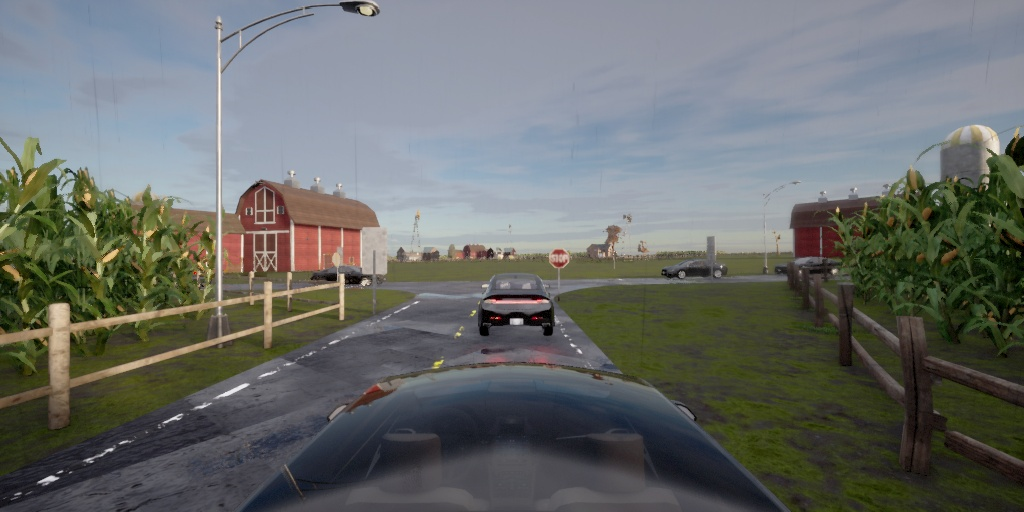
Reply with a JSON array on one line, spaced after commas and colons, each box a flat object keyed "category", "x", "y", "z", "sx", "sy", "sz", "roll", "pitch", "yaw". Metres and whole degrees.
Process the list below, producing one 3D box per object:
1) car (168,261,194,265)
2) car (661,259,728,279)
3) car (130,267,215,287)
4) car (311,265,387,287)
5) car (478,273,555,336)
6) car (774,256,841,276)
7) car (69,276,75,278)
[{"category": "car", "x": -29.192, "y": 1.455, "z": 30.005, "sx": 5.566, "sy": 2.045, "sz": 2.150, "roll": -1, "pitch": -1, "yaw": 9}, {"category": "car", "x": 14.202, "y": 1.009, "z": 28.033, "sx": 4.892, "sy": 1.490, "sz": 1.837, "roll": -1, "pitch": 0, "yaw": -4}, {"category": "car", "x": -24.988, "y": 1.678, "z": 26.441, "sx": 5.357, "sy": 1.411, "sz": 2.033, "roll": -1, "pitch": -1, "yaw": 7}, {"category": "car", "x": -11.352, "y": 1.382, "z": 25.133, "sx": 5.008, "sy": 1.535, "sz": 1.882, "roll": -1, "pitch": -1, "yaw": 4}, {"category": "car", "x": 0.106, "y": 1.243, "z": 10.382, "sx": 2.128, "sy": 1.511, "sz": 4.902, "roll": 0, "pitch": 0, "yaw": 0}, {"category": "car", "x": 23.779, "y": 0.818, "z": 28.861, "sx": 5.008, "sy": 1.535, "sz": 1.882, "roll": -1, "pitch": 0, "yaw": -7}, {"category": "car", "x": -35.745, "y": 1.835, "z": 28.187, "sx": 4.674, "sy": 1.442, "sz": 1.812, "roll": -1, "pitch": -1, "yaw": 11}]
